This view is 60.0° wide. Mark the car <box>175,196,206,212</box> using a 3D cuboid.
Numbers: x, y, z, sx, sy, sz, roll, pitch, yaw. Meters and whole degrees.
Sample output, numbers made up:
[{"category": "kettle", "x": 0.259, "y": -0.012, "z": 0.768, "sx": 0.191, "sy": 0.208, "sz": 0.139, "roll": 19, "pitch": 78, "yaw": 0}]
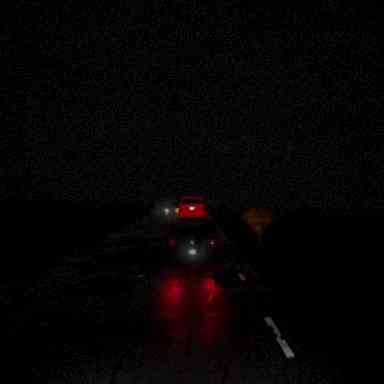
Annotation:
[{"category": "car", "x": 0.003, "y": 1.376, "z": 28.387, "sx": 2.150, "sy": 2.045, "sz": 5.566, "roll": 0, "pitch": 0, "yaw": 0}]

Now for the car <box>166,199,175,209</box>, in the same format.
[{"category": "car", "x": -2.941, "y": 1.771, "z": 51.279, "sx": 1.882, "sy": 1.535, "sz": 5.008, "roll": 0, "pitch": 0, "yaw": 0}]

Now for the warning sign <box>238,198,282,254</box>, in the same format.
[{"category": "warning sign", "x": 2.393, "y": 1.182, "z": 11.892, "sx": 1.300, "sy": 1.860, "sz": 1.060, "roll": -2, "pitch": -2, "yaw": 0}]

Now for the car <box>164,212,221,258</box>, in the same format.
[{"category": "car", "x": 0.033, "y": 1.672, "z": 13.050, "sx": 1.895, "sy": 1.301, "sz": 4.718, "roll": 0, "pitch": 0, "yaw": 0}]
